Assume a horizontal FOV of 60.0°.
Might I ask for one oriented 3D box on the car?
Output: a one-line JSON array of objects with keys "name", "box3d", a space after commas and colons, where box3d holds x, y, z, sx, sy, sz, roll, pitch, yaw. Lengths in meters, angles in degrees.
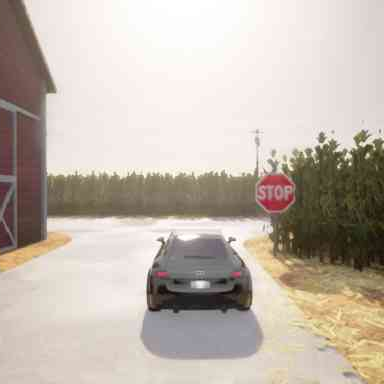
[{"name": "car", "box3d": [0.111, 1.533, 7.677, 1.994, 1.385, 4.181, 0, 0, -1]}]
